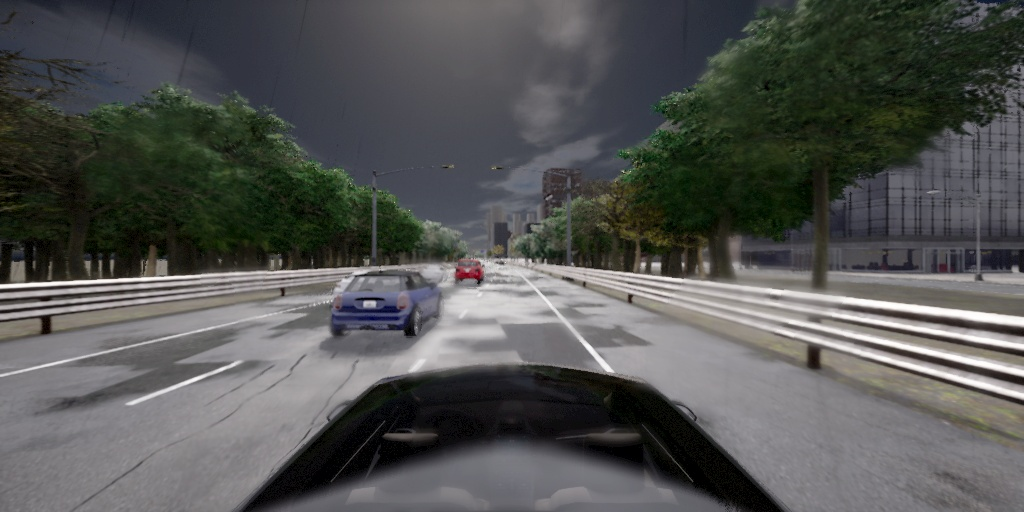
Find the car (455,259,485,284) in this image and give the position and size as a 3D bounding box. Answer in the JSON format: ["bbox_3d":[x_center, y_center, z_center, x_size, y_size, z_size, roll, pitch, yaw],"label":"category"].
[{"bbox_3d":[-3.627,1.326,31.313,2.150,2.045,5.566,0,-1,-1],"label":"car"}]

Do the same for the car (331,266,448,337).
[{"bbox_3d":[-3.436,1.209,10.771,2.097,1.767,4.553,0,-1,0],"label":"car"}]

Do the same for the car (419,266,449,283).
[{"bbox_3d":[-7.144,1.655,33.164,1.812,1.442,4.674,0,-1,-1],"label":"car"}]
